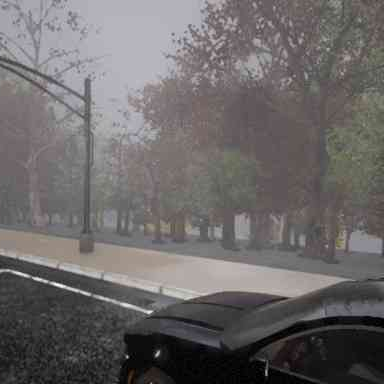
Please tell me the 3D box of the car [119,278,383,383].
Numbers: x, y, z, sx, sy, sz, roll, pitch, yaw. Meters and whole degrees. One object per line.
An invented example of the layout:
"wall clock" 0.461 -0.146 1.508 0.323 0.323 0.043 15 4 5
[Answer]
"car" 1.561 1.477 2.573 5.008 1.535 1.882 0 0 36
